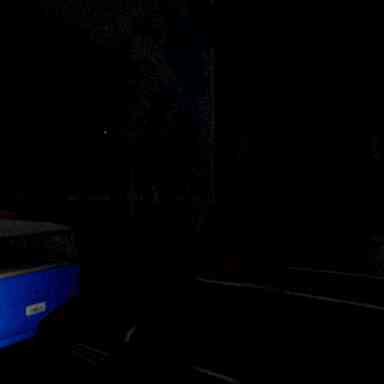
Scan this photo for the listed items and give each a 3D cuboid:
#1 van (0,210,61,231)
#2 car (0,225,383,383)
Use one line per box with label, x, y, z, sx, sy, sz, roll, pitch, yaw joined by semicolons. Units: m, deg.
van;-3.586;1.309;5.508;3.998;1.788;1.690;0;0;35
car;0.846;1.312;2.358;5.009;1.841;2.192;0;0;35
